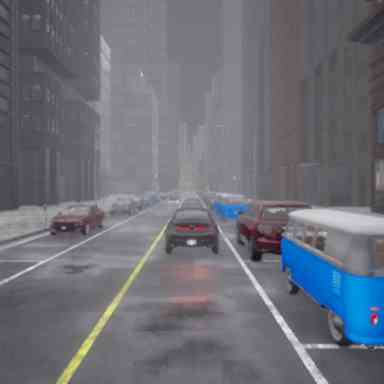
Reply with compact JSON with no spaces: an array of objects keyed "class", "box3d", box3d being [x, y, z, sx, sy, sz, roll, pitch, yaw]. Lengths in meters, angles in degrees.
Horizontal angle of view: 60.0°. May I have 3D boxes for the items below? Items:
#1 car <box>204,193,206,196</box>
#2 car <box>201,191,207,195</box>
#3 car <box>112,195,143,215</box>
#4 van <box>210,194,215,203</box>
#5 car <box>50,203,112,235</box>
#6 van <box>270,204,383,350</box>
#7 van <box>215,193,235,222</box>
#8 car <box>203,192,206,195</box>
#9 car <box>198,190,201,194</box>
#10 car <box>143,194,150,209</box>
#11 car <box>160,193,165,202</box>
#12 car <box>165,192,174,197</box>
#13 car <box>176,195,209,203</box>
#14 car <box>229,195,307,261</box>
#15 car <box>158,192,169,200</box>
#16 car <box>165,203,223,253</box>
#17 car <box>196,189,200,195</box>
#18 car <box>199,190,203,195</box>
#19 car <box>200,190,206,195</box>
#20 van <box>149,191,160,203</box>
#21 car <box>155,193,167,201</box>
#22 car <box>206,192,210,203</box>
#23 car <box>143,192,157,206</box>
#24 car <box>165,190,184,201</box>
[{"class":"car","box3d":[2.767,1.100,39.741,1.947,1.339,4.313,0,1,0]},{"class":"car","box3d":[2.768,0.975,51.014,1.947,1.339,4.313,0,1,0]},{"class":"car","box3d":[-5.758,1.214,28.453,2.008,1.369,4.403,0,1,0]},{"class":"van","box3d":[2.767,1.004,28.466,1.690,1.788,3.998,0,1,0]},{"class":"car","box3d":[-5.759,1.339,17.182,1.887,1.381,4.507,0,1,0]},{"class":"van","box3d":[2.766,1.268,5.922,1.690,1.788,3.998,0,1,0]},{"class":"van","box3d":[2.767,1.069,22.830,1.690,1.788,3.998,0,1,0]},{"class":"car","box3d":[2.767,1.053,45.377,1.802,1.307,4.206,0,1,0]},{"class":"car","box3d":[2.769,0.772,67.922,1.887,1.381,4.507,0,1,0]},{"class":"car","box3d":[-5.758,1.180,34.089,1.802,1.307,4.206,0,1,0]},{"class":"car","box3d":[-5.757,0.960,50.997,2.008,1.369,4.403,0,1,0]},{"class":"car","box3d":[-5.755,0.601,84.811,2.008,1.369,4.403,0,1,0]},{"class":"car","box3d":[0.028,1.238,26.126,2.033,1.411,5.357,0,1,0]},{"class":"car","box3d":[2.766,1.175,11.558,2.192,1.841,5.009,0,1,0]},{"class":"car","box3d":[-5.756,0.772,67.904,1.887,1.381,4.507,0,1,0]},{"class":"car","box3d":[0.038,1.346,12.890,1.837,1.490,4.892,0,0,1]},{"class":"car","box3d":[2.770,0.365,84.828,2.192,1.841,5.009,0,1,0]},{"class":"car","box3d":[2.768,0.853,62.286,1.947,1.339,4.313,0,1,0]},{"class":"car","box3d":[2.768,0.871,56.819,1.752,1.417,4.829,0,1,0]},{"class":"van","box3d":[-5.757,0.812,45.359,1.690,1.788,3.998,0,1,0]},{"class":"car","box3d":[-5.756,0.831,62.268,1.887,1.381,4.507,0,1,0]},{"class":"car","box3d":[2.767,1.038,34.103,1.967,1.590,4.097,0,1,0]},{"class":"car","box3d":[-5.758,1.085,39.725,2.008,1.369,4.403,0,1,0]},{"class":"car","box3d":[-3.042,0.875,58.509,2.033,1.411,5.357,0,1,1]}]
